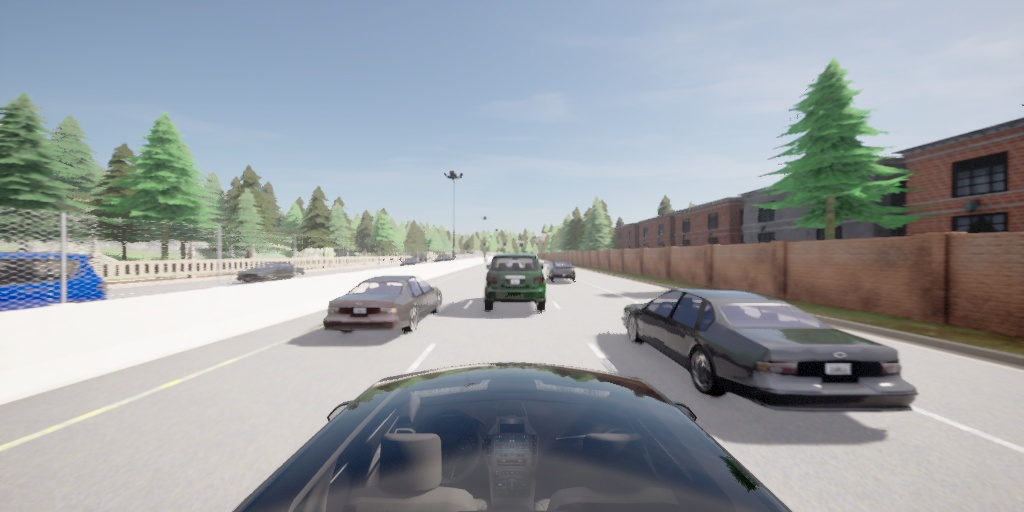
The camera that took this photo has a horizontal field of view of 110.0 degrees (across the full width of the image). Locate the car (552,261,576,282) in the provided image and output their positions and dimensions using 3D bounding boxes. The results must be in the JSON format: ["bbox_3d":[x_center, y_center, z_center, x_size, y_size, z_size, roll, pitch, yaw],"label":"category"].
[{"bbox_3d":[3.626,1.127,27.243,2.128,1.511,4.902,0,0,0],"label":"car"}]

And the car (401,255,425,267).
[{"bbox_3d":[-13.965,1.012,49.824,1.837,1.490,4.892,0,0,0],"label":"car"}]

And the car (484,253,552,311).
[{"bbox_3d":[0.106,0.913,14.163,2.150,2.045,5.566,0,0,0],"label":"car"}]

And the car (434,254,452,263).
[{"bbox_3d":[-10.443,0.699,55.580,2.150,2.045,5.566,0,0,0],"label":"car"}]

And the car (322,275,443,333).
[{"bbox_3d":[-3.393,1.252,10.499,2.033,1.411,5.357,0,0,0],"label":"car"}]

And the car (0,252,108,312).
[{"bbox_3d":[-10.596,0.936,6.107,2.150,2.045,5.566,0,0,0],"label":"car"}]

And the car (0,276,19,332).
[{"bbox_3d":[-14.090,1.254,6.832,2.033,1.411,5.357,0,0,0],"label":"car"}]

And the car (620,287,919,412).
[{"bbox_3d":[3.604,1.280,6.474,2.033,1.411,5.357,0,0,0],"label":"car"}]

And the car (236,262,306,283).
[{"bbox_3d":[-17.568,1.156,26.532,2.033,1.411,5.357,0,0,0],"label":"car"}]
